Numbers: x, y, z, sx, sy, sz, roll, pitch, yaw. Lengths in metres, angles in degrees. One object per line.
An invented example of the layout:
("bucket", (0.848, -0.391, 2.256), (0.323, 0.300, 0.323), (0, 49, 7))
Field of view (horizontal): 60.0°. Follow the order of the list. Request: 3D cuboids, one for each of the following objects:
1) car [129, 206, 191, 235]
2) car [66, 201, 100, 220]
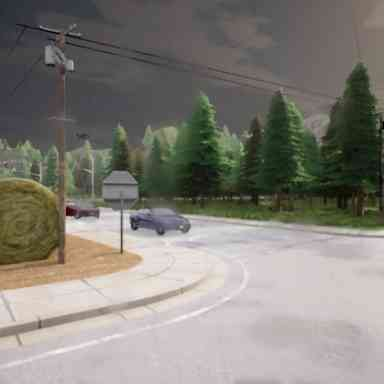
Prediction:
("car", (-1.989, 1.555, 19.227), (1.812, 1.442, 4.674), (0, 0, -38))
("car", (-9.657, 1.508, 28.969), (1.882, 1.535, 5.008), (0, 0, -38))
